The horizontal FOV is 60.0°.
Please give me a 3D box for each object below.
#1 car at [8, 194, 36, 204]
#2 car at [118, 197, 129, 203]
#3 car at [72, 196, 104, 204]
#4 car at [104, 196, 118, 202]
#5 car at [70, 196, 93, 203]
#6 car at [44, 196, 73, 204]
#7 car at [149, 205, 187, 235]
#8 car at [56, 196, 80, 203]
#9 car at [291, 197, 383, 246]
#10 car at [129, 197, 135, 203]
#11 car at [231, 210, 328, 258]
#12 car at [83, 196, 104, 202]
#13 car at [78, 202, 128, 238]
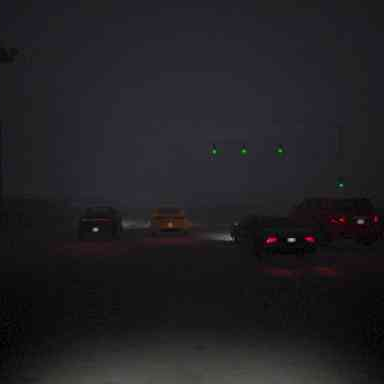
[{"bbox_3d":[-32.564,1.331,63.826,5.566,2.045,2.150,0,0,20],"label":"car"},{"bbox_3d":[-15.350,1.673,65.824,4.718,1.301,1.895,0,0,37],"label":"car"},{"bbox_3d":[-18.611,1.623,59.442,5.357,1.411,2.033,0,0,41],"label":"car"},{"bbox_3d":[-16.861,1.551,62.534,5.008,1.535,1.882,0,0,37],"label":"car"},{"bbox_3d":[-23.759,1.616,71.368,4.718,1.301,1.895,0,0,27],"label":"car"},{"bbox_3d":[-23.777,1.438,59.069,4.553,1.767,2.097,0,0,34],"label":"car"},{"bbox_3d":[-1.429,1.493,19.096,1.882,1.535,5.008,0,0,-8],"label":"car"},{"bbox_3d":[-25.399,1.530,68.276,4.892,1.490,1.837,0,0,27],"label":"car"},{"bbox_3d":[6.120,1.219,15.303,2.150,2.045,5.566,0,0,-6],"label":"car"},{"bbox_3d":[-13.727,1.624,69.015,4.181,1.385,1.994,0,0,37],"label":"car"},{"bbox_3d":[2.876,1.550,12.879,2.033,1.411,5.357,0,0,-5],"label":"car"},{"bbox_3d":[-22.066,1.564,74.432,4.181,1.385,1.994,0,0,27],"label":"car"},{"bbox_3d":[-4.780,1.512,17.776,2.128,1.511,4.902,0,0,-8],"label":"car"}]
